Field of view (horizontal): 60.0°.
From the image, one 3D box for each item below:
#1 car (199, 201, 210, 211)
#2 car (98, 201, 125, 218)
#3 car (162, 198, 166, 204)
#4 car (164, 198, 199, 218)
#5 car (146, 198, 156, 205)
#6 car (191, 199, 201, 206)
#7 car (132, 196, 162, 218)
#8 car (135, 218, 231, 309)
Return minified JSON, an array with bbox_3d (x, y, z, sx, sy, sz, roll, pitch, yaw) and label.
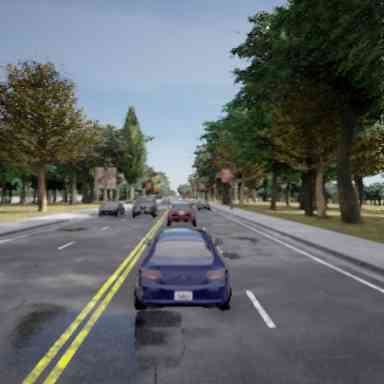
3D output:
[{"bbox_3d":[1.673,1.992,49.047,2.033,1.411,5.357,1,-1,-2],"label":"car"},{"bbox_3d":[-7.722,1.659,32.313,1.882,1.535,5.008,1,-1,-2],"label":"car"},{"bbox_3d":[-5.751,2.081,73.820,1.994,1.385,4.181,1,-1,-2],"label":"car"},{"bbox_3d":[-0.801,1.547,25.537,2.097,1.767,4.553,1,0,-2],"label":"car"},{"bbox_3d":[-8.999,2.017,73.714,1.812,1.442,4.674,1,-1,-2],"label":"car"},{"bbox_3d":[0.780,2.303,72.936,1.895,1.301,4.718,1,-1,-2],"label":"car"},{"bbox_3d":[-4.472,1.438,32.384,2.150,2.045,5.566,1,-1,-2],"label":"car"},{"bbox_3d":[-0.216,1.584,7.852,1.812,1.442,4.674,1,0,-2],"label":"car"}]
